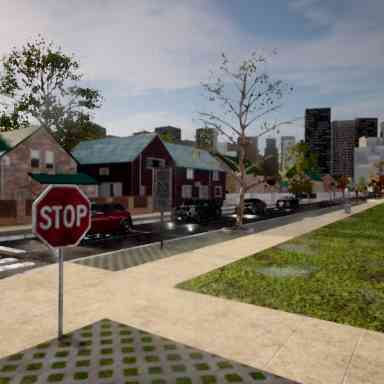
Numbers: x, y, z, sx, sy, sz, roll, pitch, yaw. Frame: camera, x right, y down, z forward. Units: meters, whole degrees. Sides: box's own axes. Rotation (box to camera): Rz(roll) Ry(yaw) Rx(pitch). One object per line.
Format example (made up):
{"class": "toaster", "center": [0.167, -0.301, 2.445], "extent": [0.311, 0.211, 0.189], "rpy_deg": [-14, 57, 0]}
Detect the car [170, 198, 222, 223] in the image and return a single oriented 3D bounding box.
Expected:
{"class": "car", "center": [0.390, 1.228, 24.690], "extent": [2.097, 1.767, 4.553], "rpy_deg": [1, 1, 34]}

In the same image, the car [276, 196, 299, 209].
{"class": "car", "center": [12.143, 1.259, 42.168], "extent": [2.128, 1.511, 4.902], "rpy_deg": [1, 1, 34]}

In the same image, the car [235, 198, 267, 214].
{"class": "car", "center": [5.902, 1.351, 32.911], "extent": [1.812, 1.442, 4.674], "rpy_deg": [1, 1, 34]}

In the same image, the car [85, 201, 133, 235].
{"class": "car", "center": [-5.133, 1.279, 16.518], "extent": [2.097, 1.767, 4.553], "rpy_deg": [1, 1, 35]}
